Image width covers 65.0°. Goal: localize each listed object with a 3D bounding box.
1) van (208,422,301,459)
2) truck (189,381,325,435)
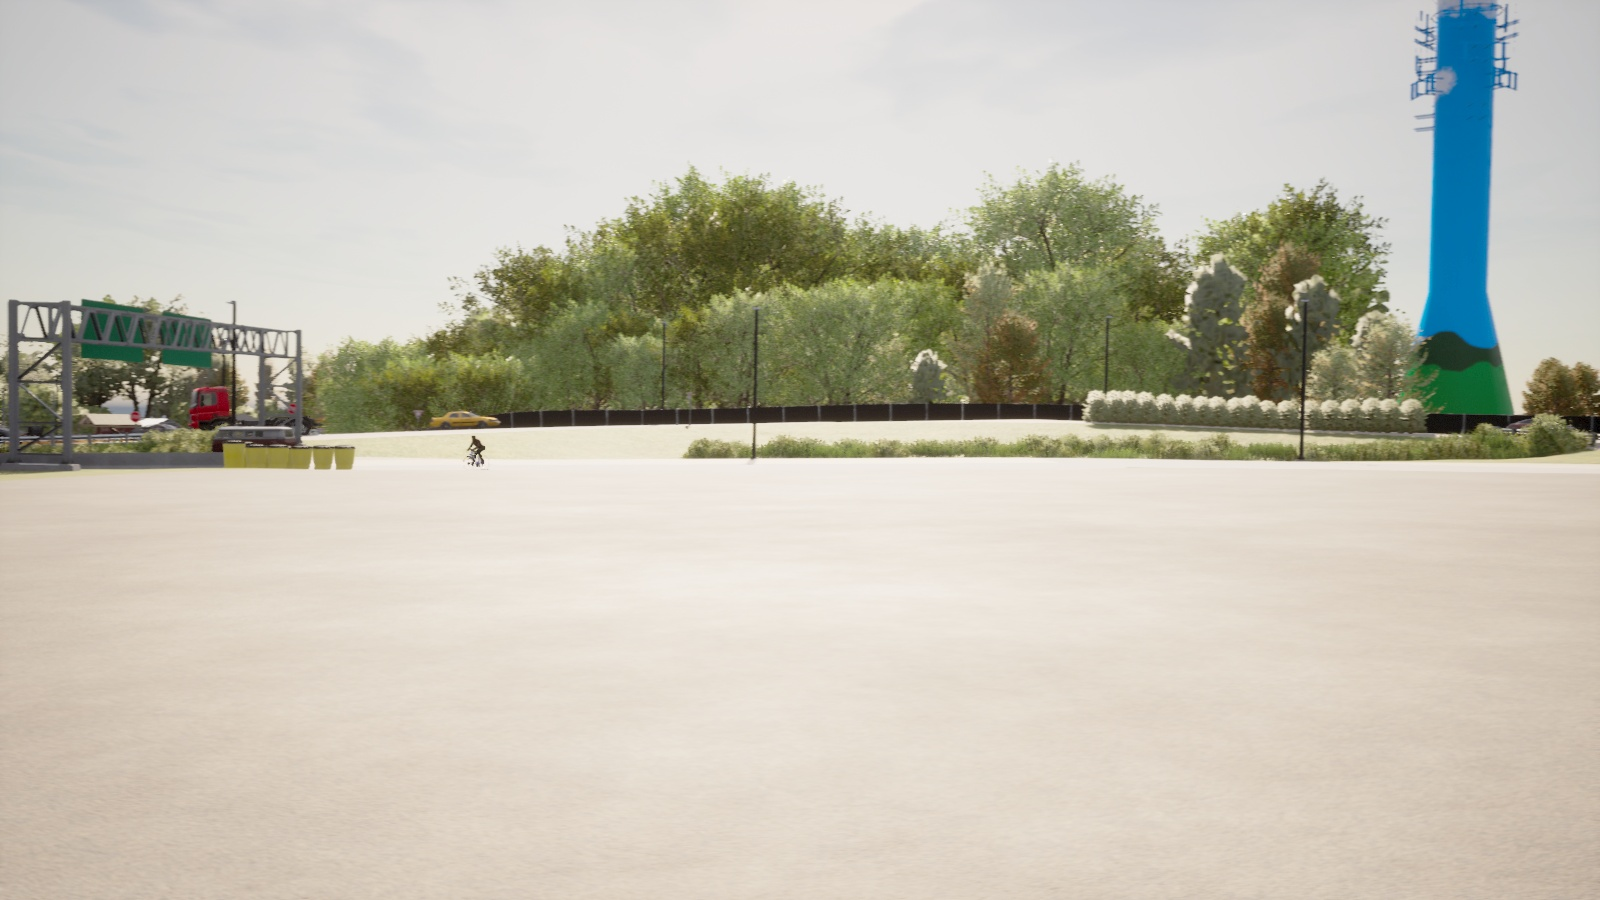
[{"bbox_3d":[-30.484,-0.555,70.249,4.442,1.987,1.775,0,2,1],"label":"van"},{"bbox_3d":[-36.317,-2.855,84.093,7.936,3.462,2.891,-2,3,-31],"label":"truck"}]
